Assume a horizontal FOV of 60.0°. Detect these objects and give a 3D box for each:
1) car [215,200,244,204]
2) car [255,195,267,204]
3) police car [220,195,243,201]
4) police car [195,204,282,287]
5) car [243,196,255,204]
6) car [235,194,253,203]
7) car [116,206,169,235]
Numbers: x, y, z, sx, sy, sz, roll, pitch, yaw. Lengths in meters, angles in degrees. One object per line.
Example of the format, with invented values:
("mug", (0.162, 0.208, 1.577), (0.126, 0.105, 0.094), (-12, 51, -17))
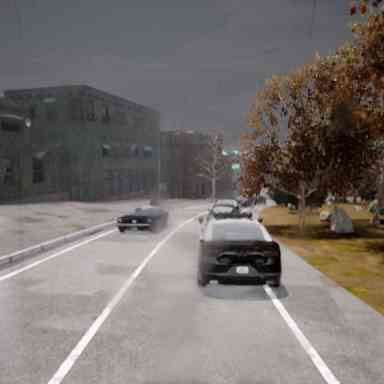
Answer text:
("car", (1.823, 1.396, 19.045), (1.812, 1.442, 4.674), (1, 0, 6))
("car", (11.193, 1.212, 55.852), (1.837, 1.490, 4.892), (3, 1, 26))
("police car", (2.648, 1.248, 24.989), (1.930, 1.638, 5.238), (1, 1, 9))
("police car", (1.120, 1.365, 9.341), (1.930, 1.638, 5.238), (0, 0, 2))
("car", (6.704, 1.296, 44.589), (1.895, 1.301, 4.718), (2, 1, 20))
("car", (9.390, 1.142, 59.551), (1.994, 1.385, 4.181), (3, 1, 26))
("car", (-2.526, 1.440, 18.065), (1.895, 1.301, 4.718), (1, 1, 6))
